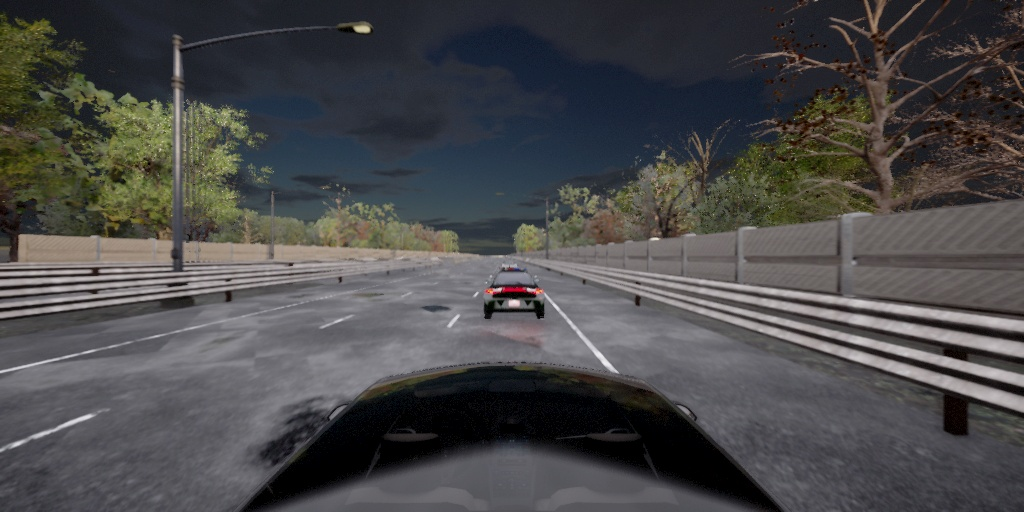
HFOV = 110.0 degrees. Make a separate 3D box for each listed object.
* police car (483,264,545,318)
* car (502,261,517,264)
[{"bbox_3d":[0.058,1.226,13.055,2.038,1.542,4.974,0,0,0],"label":"police car"},{"bbox_3d":[-0.332,1.244,45.029,1.895,1.301,4.718,0,0,-1],"label":"car"}]
